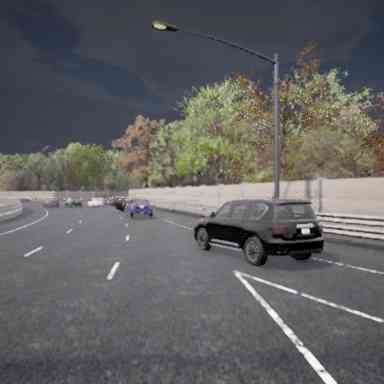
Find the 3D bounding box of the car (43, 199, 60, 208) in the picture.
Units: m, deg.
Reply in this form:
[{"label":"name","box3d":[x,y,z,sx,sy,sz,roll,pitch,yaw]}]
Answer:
[{"label":"car","box3d":[-23.391,1.877,55.277,2.128,1.511,4.902,0,0,-34]}]

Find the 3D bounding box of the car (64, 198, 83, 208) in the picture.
[{"label":"car","box3d":[-20.418,1.740,57.127,2.097,1.767,4.553,0,0,-34]}]

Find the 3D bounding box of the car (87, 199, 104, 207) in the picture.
[{"label":"car","box3d":[-16.836,1.910,58.120,1.812,1.442,4.674,0,0,-35]}]

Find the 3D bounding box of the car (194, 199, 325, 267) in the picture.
[{"label":"car","box3d":[2.110,1.281,12.056,2.150,2.045,5.566,0,-1,-26]}]

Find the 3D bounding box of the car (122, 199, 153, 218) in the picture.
[{"label":"car","box3d":[-5.237,1.490,32.248,2.097,1.767,4.553,-1,-3,-18]}]

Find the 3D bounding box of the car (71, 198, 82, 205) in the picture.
[{"label":"car","box3d":[-25.891,2.044,74.405,2.033,1.411,5.357,0,0,-22]}]
